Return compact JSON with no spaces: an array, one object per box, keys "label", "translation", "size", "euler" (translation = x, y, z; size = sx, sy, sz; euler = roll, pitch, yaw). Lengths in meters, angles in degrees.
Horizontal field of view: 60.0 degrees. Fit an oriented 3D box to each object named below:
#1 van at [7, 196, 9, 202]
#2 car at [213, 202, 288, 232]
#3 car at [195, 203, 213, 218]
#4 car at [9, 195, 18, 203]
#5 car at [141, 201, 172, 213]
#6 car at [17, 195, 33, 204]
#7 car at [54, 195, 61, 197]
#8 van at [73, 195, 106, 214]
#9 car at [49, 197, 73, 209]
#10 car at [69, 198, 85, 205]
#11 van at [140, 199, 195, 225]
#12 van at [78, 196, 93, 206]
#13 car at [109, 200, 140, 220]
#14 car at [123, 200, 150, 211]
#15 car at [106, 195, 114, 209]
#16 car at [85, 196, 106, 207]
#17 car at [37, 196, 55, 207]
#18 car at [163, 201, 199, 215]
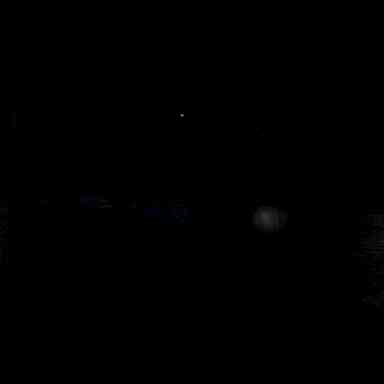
[{"label":"van","translation":[-43.827,1.661,82.049],"size":[1.690,1.788,3.998],"euler":[1,-1,-36]},{"label":"car","translation":[3.741,1.421,20.823],"size":[2.097,1.767,4.553],"euler":[1,-1,-36]},{"label":"car","translation":[1.891,1.780,33.254],"size":[1.887,1.381,4.507],"euler":[1,-1,-36]},{"label":"car","translation":[-40.595,1.612,77.567],"size":[2.192,1.841,5.009],"euler":[1,-1,-36]},{"label":"car","translation":[-4.575,1.823,42.216],"size":[1.887,1.381,4.507],"euler":[1,-1,-36]},{"label":"car","translation":[-34.036,1.778,68.464],"size":[1.752,1.417,4.829],"euler":[1,-1,-36]},{"label":"car","translation":[-30.438,1.893,78.064],"size":[1.967,1.590,4.097],"euler":[1,-1,-36]},{"label":"van","translation":[-11.516,1.441,37.232],"size":[1.690,1.788,3.998],"euler":[1,-1,-36]},{"label":"car","translation":[-17.982,1.726,46.193],"size":[1.802,1.307,4.206],"euler":[1,-1,-36]},{"label":"car","translation":[-23.973,1.960,69.101],"size":[2.008,1.369,4.403],"euler":[1,-1,-36]},{"label":"van","translation":[-1.824,1.378,23.787],"size":[1.690,1.788,3.998],"euler":[1,-1,-36]},{"label":"van","translation":[-20.737,1.728,64.622],"size":[1.690,1.788,3.998],"euler":[1,-1,-36]},{"label":"car","translation":[-5.057,1.602,28.267],"size":[1.887,1.381,4.507],"euler":[1,-1,-36]},{"label":"car","translation":[-7.907,1.826,46.834],"size":[1.752,1.417,4.829],"euler":[1,-1,-36]},{"label":"car","translation":[-11.253,1.377,41.619],"size":[2.150,2.045,5.566],"euler":[1,-1,-36]},{"label":"car","translation":[-17.504,1.680,60.142],"size":[2.192,1.841,5.009],"euler":[1,-1,-36]},{"label":"car","translation":[-24.443,1.738,55.156],"size":[2.008,1.369,4.403],"euler":[1,-1,-36]},{"label":"car","translation":[-1.342,1.801,37.735],"size":[1.887,1.381,4.507],"euler":[1,-1,-36]}]
